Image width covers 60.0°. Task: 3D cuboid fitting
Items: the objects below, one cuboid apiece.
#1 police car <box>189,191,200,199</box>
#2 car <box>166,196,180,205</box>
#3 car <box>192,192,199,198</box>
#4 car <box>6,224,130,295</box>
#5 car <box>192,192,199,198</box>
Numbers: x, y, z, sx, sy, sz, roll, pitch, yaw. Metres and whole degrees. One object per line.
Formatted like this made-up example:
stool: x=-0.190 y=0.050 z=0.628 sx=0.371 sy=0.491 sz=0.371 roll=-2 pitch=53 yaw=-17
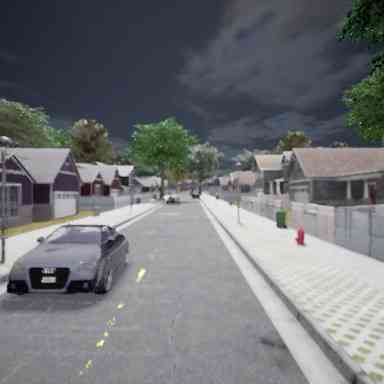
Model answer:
police car: x=0.841 y=0.810 z=75.573 sx=1.930 sy=1.638 sz=5.238 roll=0 pitch=1 yaw=0
car: x=-2.804 y=1.224 z=50.480 sx=1.994 sy=1.385 sz=4.181 roll=0 pitch=1 yaw=0
car: x=0.844 y=0.704 z=91.467 sx=1.837 sy=1.490 sz=4.892 roll=0 pitch=1 yaw=0
car: x=-2.848 y=1.534 z=8.542 sx=1.994 sy=1.385 sz=4.181 roll=0 pitch=0 yaw=-1
car: x=0.843 y=0.775 z=85.466 sx=1.837 sy=1.490 sz=4.892 roll=0 pitch=1 yaw=0
